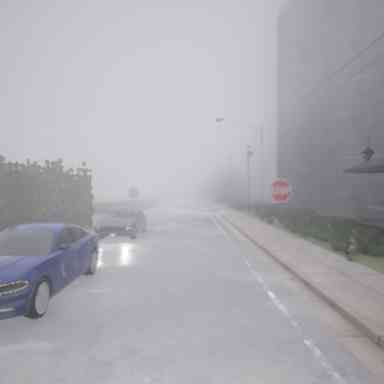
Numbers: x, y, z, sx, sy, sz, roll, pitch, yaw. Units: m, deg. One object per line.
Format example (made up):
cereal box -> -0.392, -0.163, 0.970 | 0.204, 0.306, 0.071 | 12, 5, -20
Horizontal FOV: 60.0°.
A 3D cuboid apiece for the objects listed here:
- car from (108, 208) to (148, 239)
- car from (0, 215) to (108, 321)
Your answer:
car -> -3.515, 1.540, 17.544 | 2.033, 1.411, 5.357 | 0, 0, 1
car -> -3.583, 1.476, 7.580 | 1.882, 1.535, 5.008 | 0, 0, 0
